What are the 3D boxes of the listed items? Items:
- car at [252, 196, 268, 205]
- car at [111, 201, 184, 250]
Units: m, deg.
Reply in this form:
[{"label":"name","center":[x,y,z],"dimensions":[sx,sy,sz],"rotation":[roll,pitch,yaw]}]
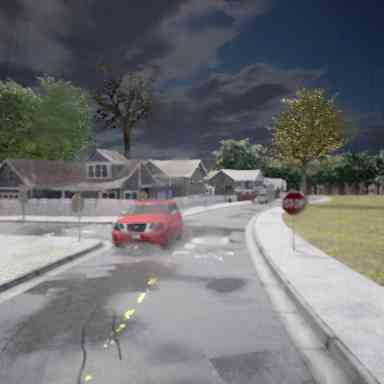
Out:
[{"label":"car","center":[12.026,1.475,58.551],"dimensions":[2.128,1.511,4.902],"rotation":[1,1,27]},{"label":"car","center":[-1.736,1.400,14.893],"dimensions":[2.150,2.045,5.566],"rotation":[-1,-2,7]}]
